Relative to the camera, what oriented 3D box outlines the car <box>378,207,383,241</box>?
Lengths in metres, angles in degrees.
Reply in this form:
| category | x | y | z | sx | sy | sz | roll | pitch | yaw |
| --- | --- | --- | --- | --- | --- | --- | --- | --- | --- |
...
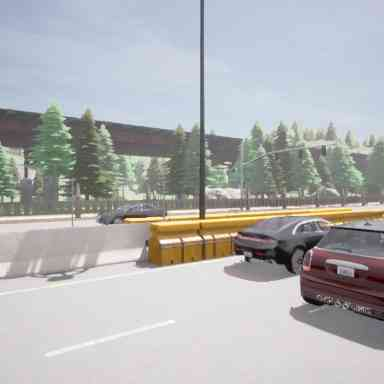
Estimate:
| category | x | y | z | sx | sy | sz | roll | pitch | yaw |
| --- | --- | --- | --- | --- | --- | --- | --- | --- | --- |
| car | 11.309 | 1.492 | 16.119 | 4.902 | 1.511 | 2.128 | 0 | 0 | -36 |

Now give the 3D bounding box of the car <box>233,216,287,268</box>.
| category | x | y | z | sx | sy | sz | roll | pitch | yaw |
| --- | --- | --- | --- | --- | --- | --- | --- | --- | --- |
| car | 3.500 | 1.492 | 10.543 | 4.902 | 1.511 | 2.128 | 0 | 0 | -36 |

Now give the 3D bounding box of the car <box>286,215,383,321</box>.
| category | x | y | z | sx | sy | sz | roll | pitch | yaw |
| --- | --- | --- | --- | --- | --- | --- | --- | --- | --- |
| car | 4.310 | 1.352 | 6.825 | 4.553 | 1.767 | 2.097 | 0 | 0 | -36 |
